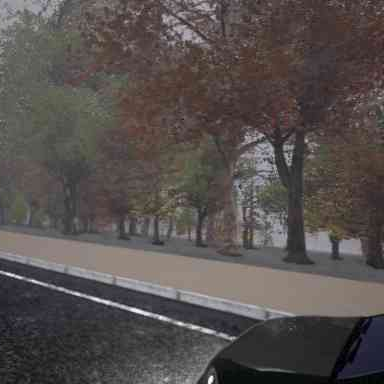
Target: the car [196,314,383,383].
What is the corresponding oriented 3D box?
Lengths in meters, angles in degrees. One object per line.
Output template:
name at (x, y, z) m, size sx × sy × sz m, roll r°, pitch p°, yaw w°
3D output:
car at (2.023, 1.564, 2.241) m, size 4.181 × 1.385 × 1.994 m, roll 0°, pitch 0°, yaw 35°
